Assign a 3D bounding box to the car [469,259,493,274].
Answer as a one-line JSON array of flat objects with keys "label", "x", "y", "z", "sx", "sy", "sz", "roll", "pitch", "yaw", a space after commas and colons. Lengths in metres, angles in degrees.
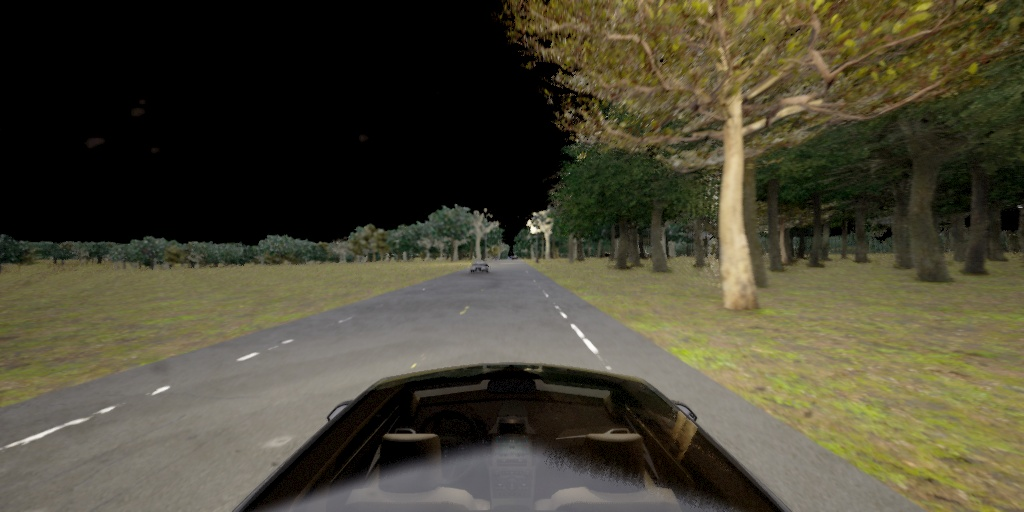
[{"label": "car", "x": -3.546, "y": 1.230, "z": 39.920, "sx": 1.994, "sy": 1.385, "sz": 4.181, "roll": 0, "pitch": 0, "yaw": 1}]
